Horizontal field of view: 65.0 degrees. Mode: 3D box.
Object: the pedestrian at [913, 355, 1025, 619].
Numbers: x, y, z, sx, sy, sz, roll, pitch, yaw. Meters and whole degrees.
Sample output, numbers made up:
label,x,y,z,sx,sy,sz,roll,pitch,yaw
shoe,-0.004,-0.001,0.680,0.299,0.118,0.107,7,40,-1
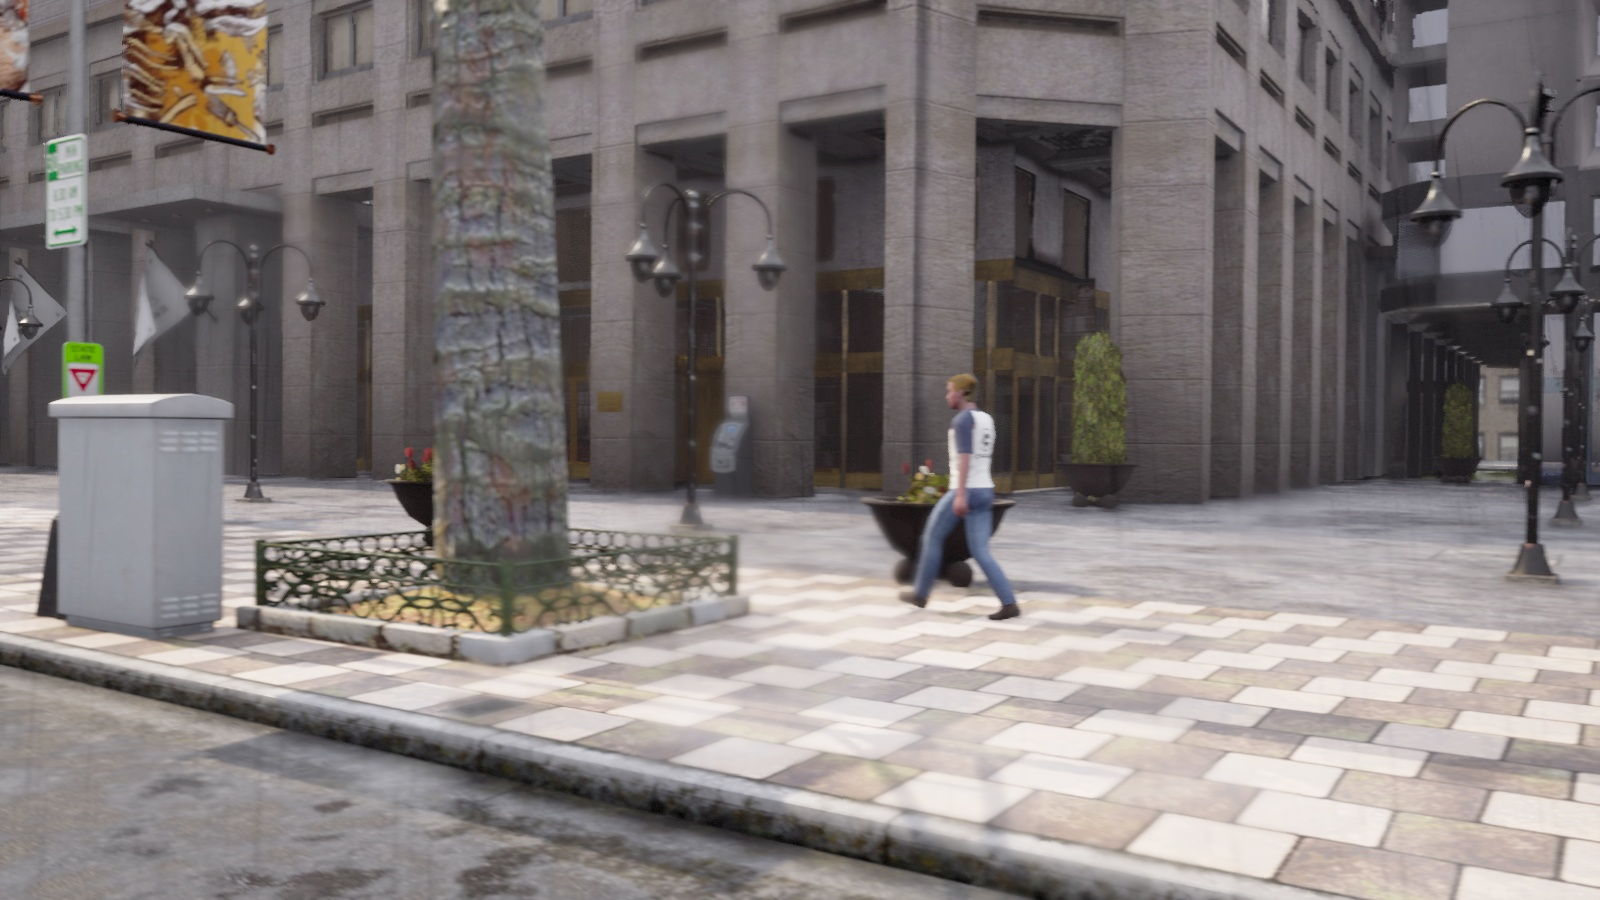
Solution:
label,x,y,z,sx,sy,sz,roll,pitch,yaw
pedestrian,1.218,0.253,9.076,0.706,1.836,0.354,0,1,39
